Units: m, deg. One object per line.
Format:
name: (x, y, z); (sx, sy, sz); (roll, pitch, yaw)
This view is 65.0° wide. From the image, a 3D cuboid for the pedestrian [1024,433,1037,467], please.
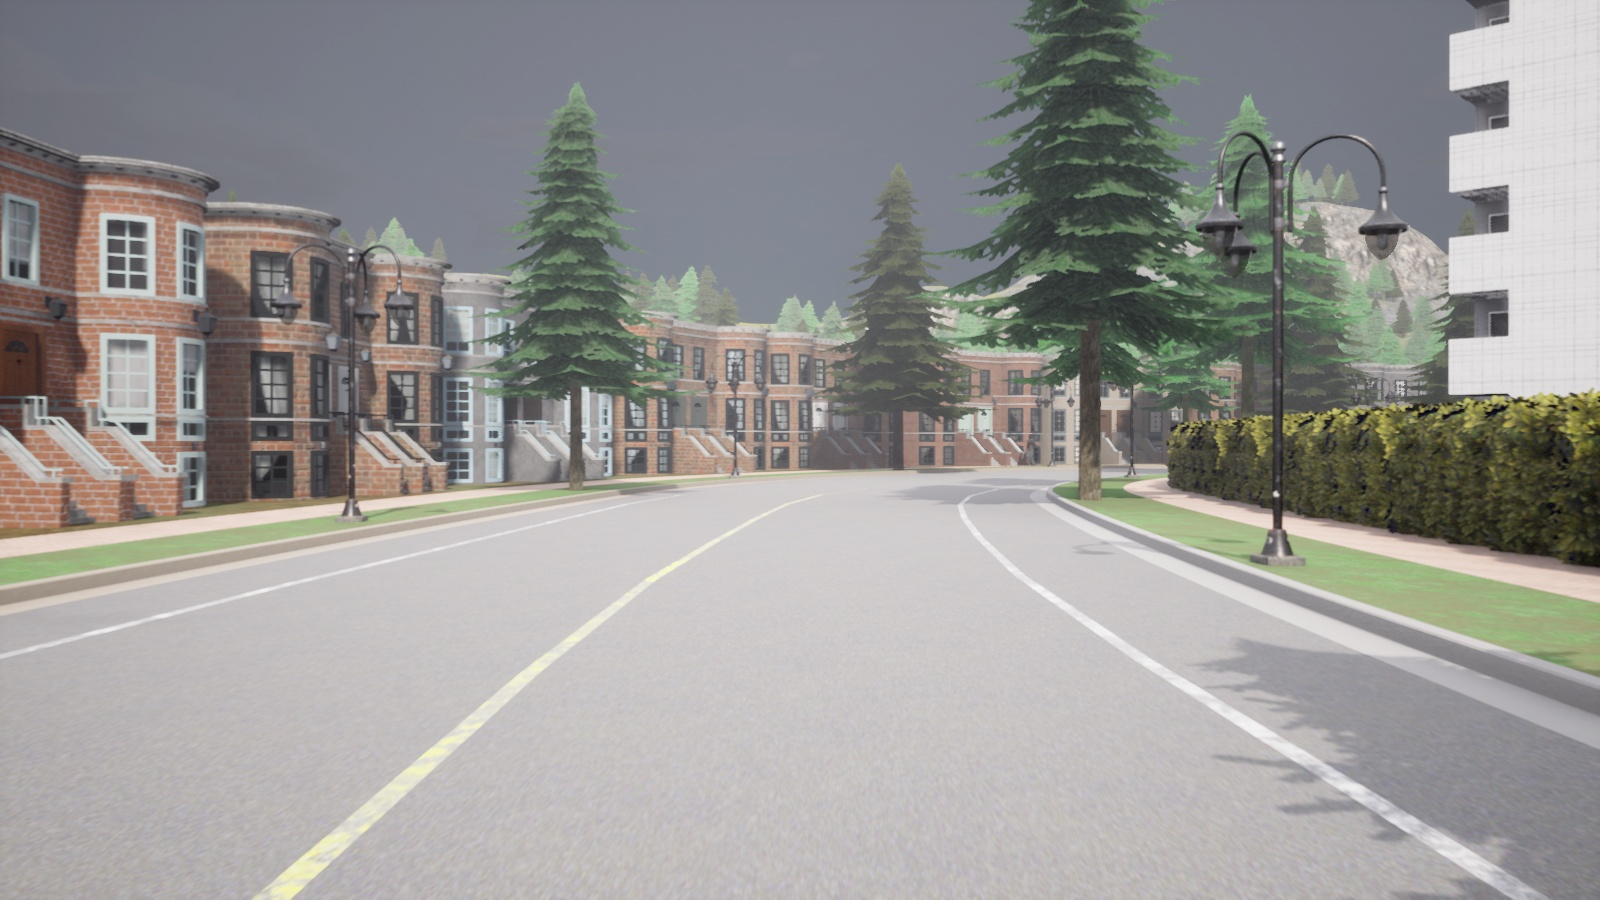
pedestrian: (13.155, 0.012, 71.705); (0.666, 1.930, 0.402); (0, 0, -38)
